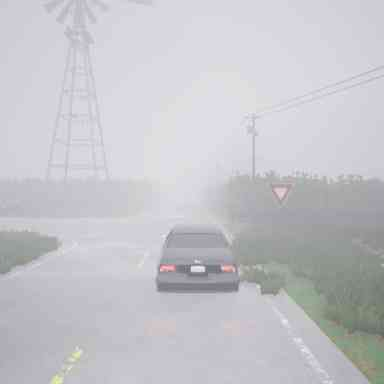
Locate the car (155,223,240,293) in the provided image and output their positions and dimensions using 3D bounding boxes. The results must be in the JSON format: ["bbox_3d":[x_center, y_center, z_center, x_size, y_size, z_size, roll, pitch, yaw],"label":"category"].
[{"bbox_3d":[0.106,1.547,8.978,2.033,1.411,5.357,0,0,0],"label":"car"}]

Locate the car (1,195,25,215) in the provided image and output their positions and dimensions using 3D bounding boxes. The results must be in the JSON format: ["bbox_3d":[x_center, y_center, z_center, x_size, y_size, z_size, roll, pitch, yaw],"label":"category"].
[{"bbox_3d":[-17.212,1.217,31.940,1.905,1.878,3.866,0,0,-31],"label":"car"}]
